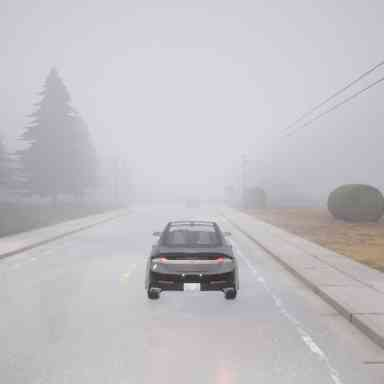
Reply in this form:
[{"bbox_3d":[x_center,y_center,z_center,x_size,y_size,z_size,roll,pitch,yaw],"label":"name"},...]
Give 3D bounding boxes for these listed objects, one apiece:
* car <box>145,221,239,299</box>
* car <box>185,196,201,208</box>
[{"bbox_3d":[0.002,1.466,8.348,2.128,1.511,4.902,0,0,0],"label":"car"},{"bbox_3d":[0.144,1.338,44.038,1.837,1.490,4.892,0,0,2],"label":"car"}]
